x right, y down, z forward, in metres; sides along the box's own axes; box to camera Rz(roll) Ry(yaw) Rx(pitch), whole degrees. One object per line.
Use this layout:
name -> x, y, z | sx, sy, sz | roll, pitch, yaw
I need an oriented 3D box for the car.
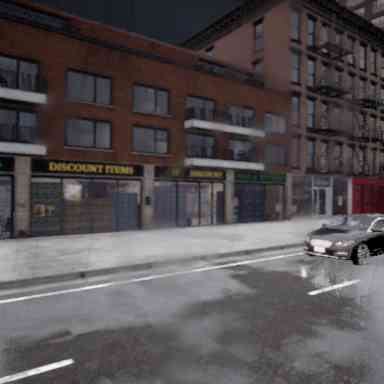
car -> 6.028, 1.564, 11.906 | 4.902, 1.511, 2.128 | 1, 0, -35
